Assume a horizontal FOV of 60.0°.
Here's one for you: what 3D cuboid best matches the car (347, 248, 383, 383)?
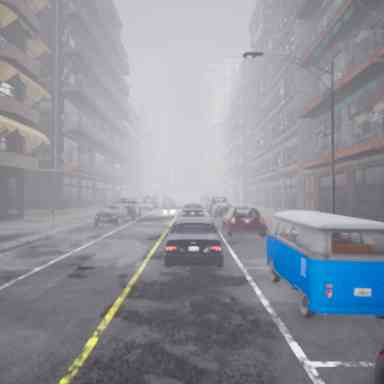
[{"bbox_3d":[2.706,1.443,1.574,1.967,1.590,4.097,1,0,0],"label":"car"}]

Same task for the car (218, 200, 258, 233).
[{"bbox_3d":[2.706,1.464,18.196,1.967,1.590,4.097,1,0,0],"label":"car"}]

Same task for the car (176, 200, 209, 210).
[{"bbox_3d":[0.064,1.580,26.404,2.033,1.411,5.357,0,0,0],"label":"car"}]

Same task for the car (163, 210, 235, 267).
[{"bbox_3d":[0.065,1.562,11.414,2.033,1.411,5.357,0,0,0],"label":"car"}]

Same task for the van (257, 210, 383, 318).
[{"bbox_3d":[2.708,1.351,7.114,1.690,1.788,3.998,1,0,0],"label":"van"}]

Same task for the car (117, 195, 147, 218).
[{"bbox_3d":[-5.672,1.351,29.224,2.192,1.841,5.009,1,0,0],"label":"car"}]

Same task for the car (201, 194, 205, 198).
[{"bbox_3d":[3.000,1.522,60.469,1.801,1.575,5.366,0,0,0],"label":"car"}]

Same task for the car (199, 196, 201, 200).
[{"bbox_3d":[2.708,1.393,73.601,2.192,1.841,5.009,1,0,0],"label":"car"}]

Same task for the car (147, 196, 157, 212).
[{"bbox_3d":[-5.676,1.572,40.136,1.752,1.417,4.829,1,0,0],"label":"car"}]

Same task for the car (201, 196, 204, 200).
[{"bbox_3d":[2.704,1.603,45.898,2.008,1.369,4.403,1,0,0],"label":"car"}]

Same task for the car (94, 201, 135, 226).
[{"bbox_3d":[-5.677,1.581,23.684,2.008,1.369,4.403,1,0,0],"label":"car"}]

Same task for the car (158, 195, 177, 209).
[{"bbox_3d":[-3.090,1.543,45.753,2.128,1.511,4.902,0,0,0],"label":"car"}]

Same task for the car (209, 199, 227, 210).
[{"bbox_3d":[2.704,1.581,29.278,1.887,1.381,4.507,1,0,0],"label":"car"}]

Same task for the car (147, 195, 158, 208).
[{"bbox_3d":[-5.672,1.367,45.846,2.192,1.841,5.009,1,0,0],"label":"car"}]

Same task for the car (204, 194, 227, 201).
[{"bbox_3d":[2.708,1.356,34.817,2.192,1.841,5.009,1,0,0],"label":"car"}]
